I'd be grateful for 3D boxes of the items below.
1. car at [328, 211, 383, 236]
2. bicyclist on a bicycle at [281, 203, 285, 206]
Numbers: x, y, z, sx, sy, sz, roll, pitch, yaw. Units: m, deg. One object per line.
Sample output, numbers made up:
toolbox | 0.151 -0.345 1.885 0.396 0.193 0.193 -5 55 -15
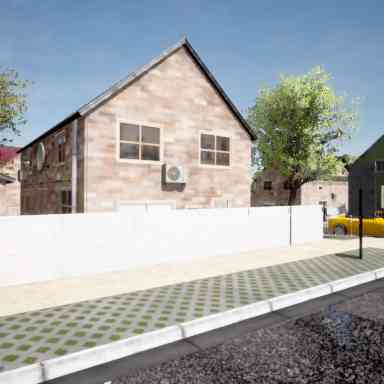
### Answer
car | 10.198 1.777 18.715 1.882 1.535 5.008 1 -2 -35
bicyclist on a bicycle | 8.542 1.828 31.235 1.656 1.620 0.582 -2 1 -35
